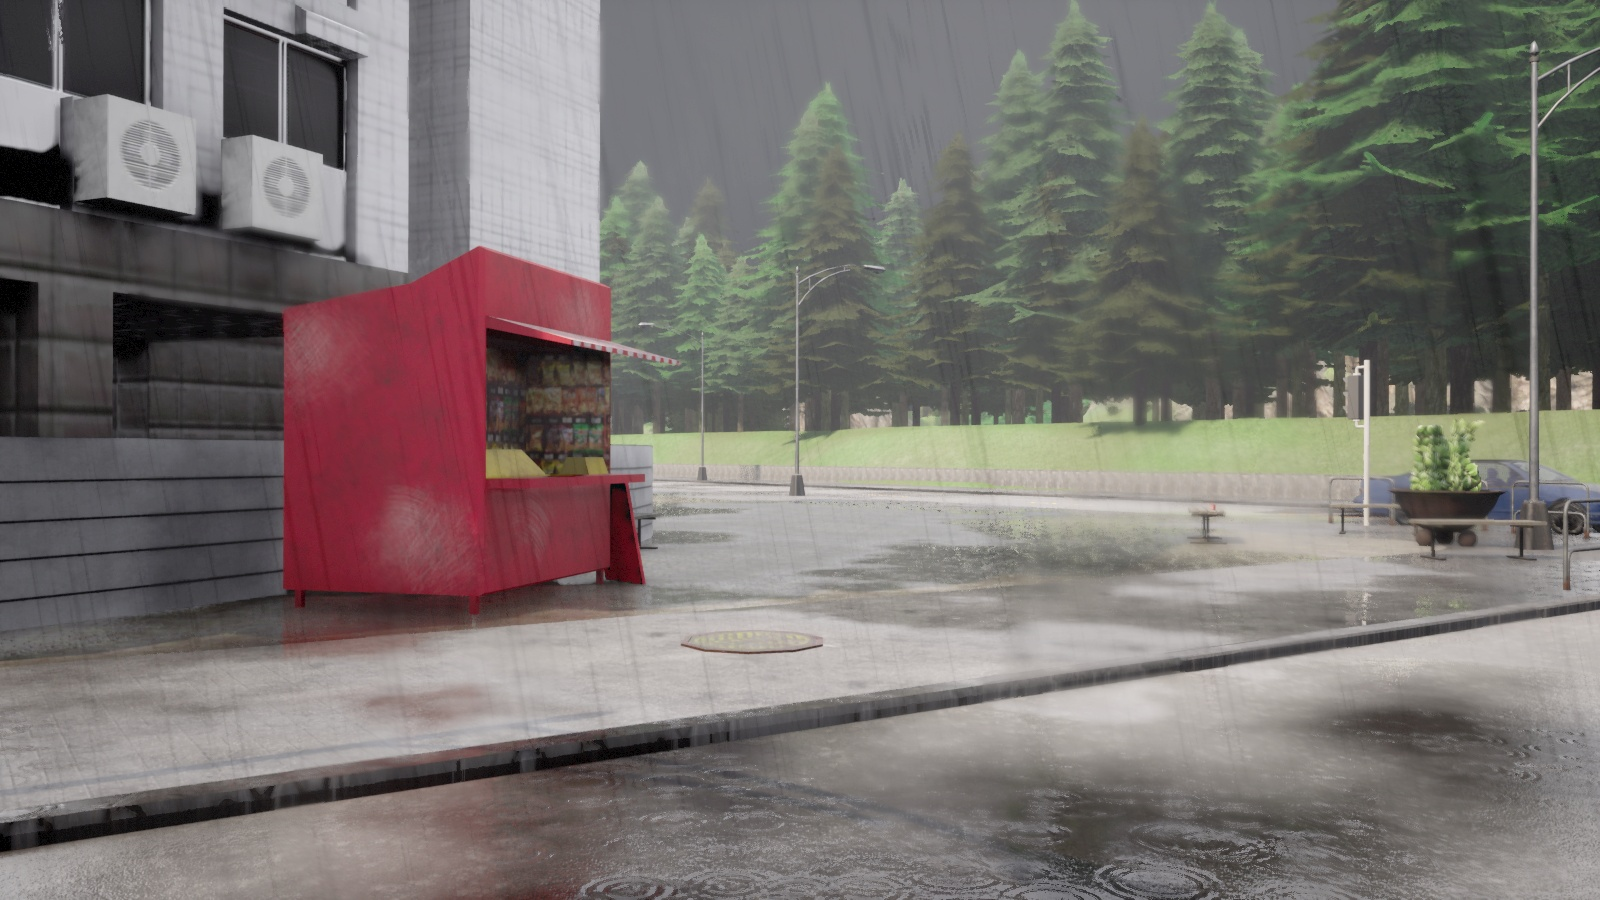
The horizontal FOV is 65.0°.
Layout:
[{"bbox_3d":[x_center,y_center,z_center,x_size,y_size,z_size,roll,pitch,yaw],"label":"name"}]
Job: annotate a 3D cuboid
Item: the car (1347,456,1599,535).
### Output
[{"bbox_3d":[13.854,0.823,24.738,2.033,1.411,5.357,0,0,-35],"label":"car"}]
